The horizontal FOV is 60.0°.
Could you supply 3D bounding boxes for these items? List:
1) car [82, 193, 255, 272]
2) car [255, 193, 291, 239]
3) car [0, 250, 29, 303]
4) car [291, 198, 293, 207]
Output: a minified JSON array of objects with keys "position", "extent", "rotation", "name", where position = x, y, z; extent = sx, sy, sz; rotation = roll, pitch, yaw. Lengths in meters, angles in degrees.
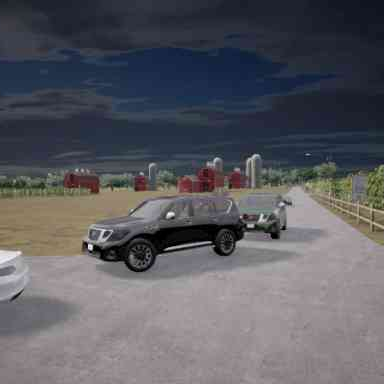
[{"position":[-0.676,1.143,10.947],"extent":[5.566,2.045,2.150],"rotation":[-1,1,-39],"name":"car"},{"position":[3.496,1.069,16.804],"extent":[2.150,2.045,5.566],"rotation":[0,1,21],"name":"car"},{"position":[-5.540,1.618,5.992],"extent":[4.674,1.442,1.812],"rotation":[-2,1,-17],"name":"car"},{"position":[11.941,1.146,43.013],"extent":[1.994,1.385,4.181],"rotation":[0,1,18],"name":"car"}]
